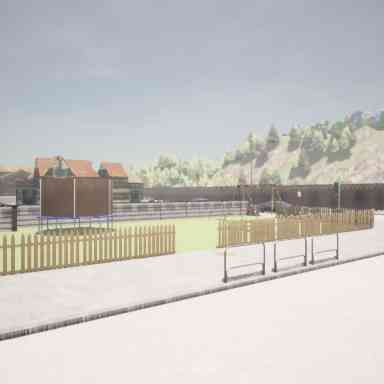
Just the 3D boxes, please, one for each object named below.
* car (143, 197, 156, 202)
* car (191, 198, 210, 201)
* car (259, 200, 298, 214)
[{"bbox_3d":[-8.243,1.514,59.231,1.895,1.301,4.718,0,0,-35],"label":"car"},{"bbox_3d":[1.330,1.546,45.563,2.033,1.411,5.357,0,0,-35],"label":"car"},{"bbox_3d":[8.949,1.564,34.807,1.994,1.385,4.181,0,0,-35],"label":"car"}]
